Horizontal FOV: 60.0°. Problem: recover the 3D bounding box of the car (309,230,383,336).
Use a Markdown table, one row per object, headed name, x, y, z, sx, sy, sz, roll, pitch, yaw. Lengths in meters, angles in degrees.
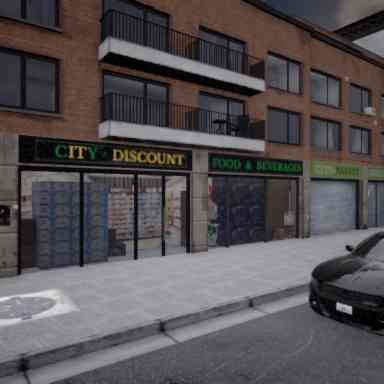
| name | x | y | z | sx | sy | sz | roll | pitch | yaw |
| --- | --- | --- | --- | --- | --- | --- | --- | --- | --- |
| car | 4.324 | 1.477 | 6.457 | 5.008 | 1.535 | 1.882 | 0 | 0 | -35 |
